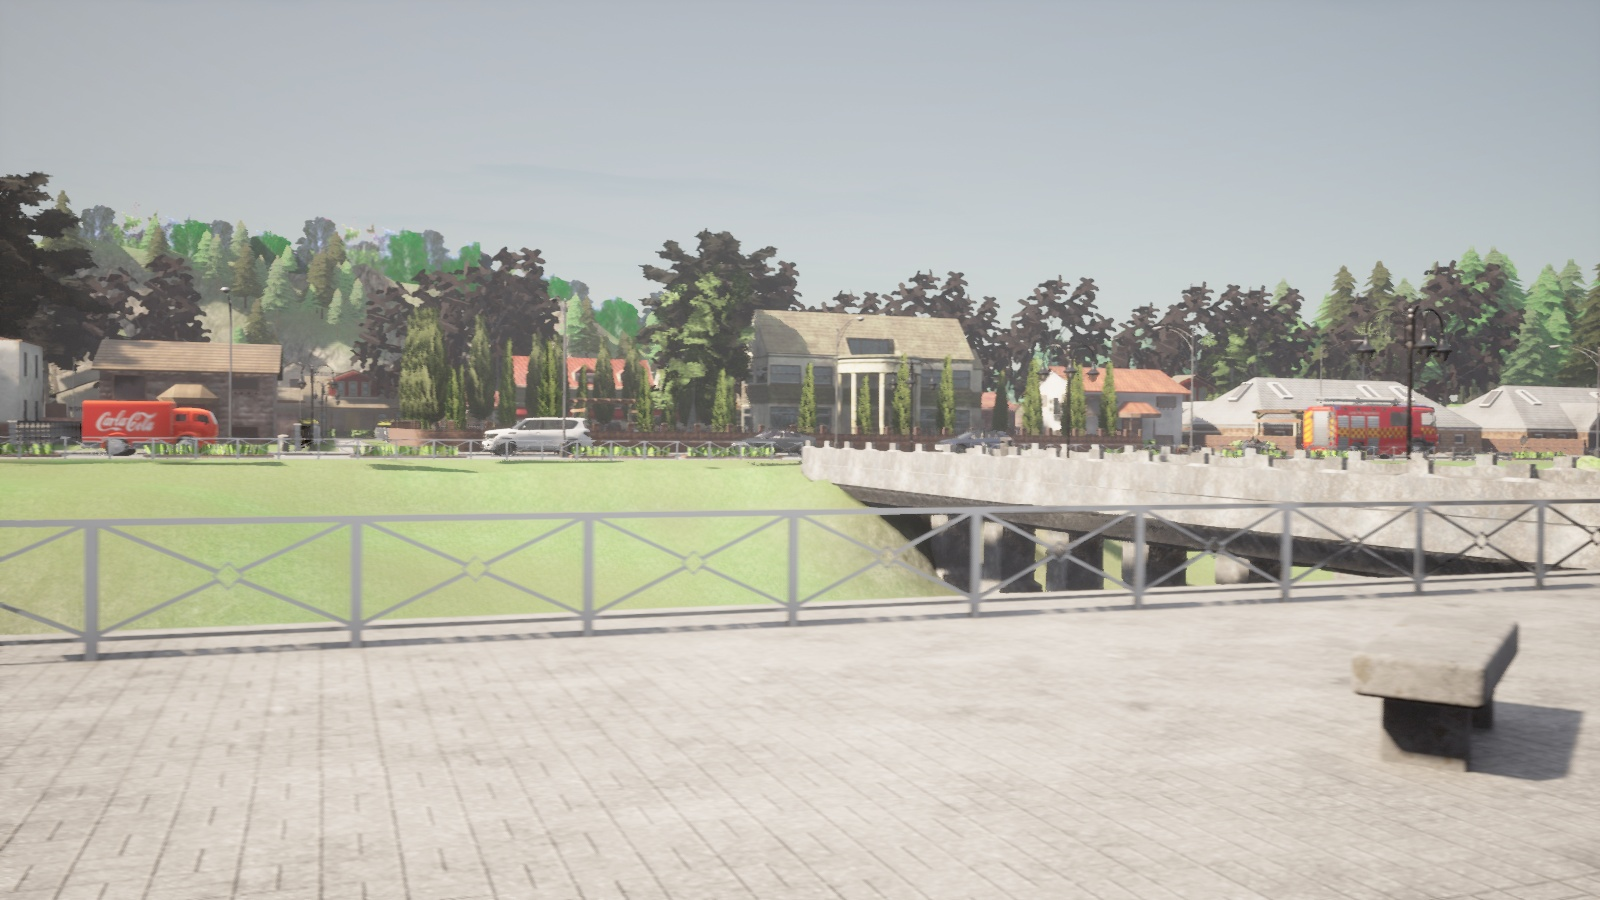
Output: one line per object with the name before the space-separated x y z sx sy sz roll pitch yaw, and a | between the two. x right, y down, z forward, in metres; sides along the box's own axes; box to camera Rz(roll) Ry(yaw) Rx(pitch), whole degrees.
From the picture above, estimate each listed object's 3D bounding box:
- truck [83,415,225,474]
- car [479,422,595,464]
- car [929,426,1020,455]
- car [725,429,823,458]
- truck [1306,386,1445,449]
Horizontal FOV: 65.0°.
truck | -28.070 -0.277 54.817 5.204 2.467 2.627 -1 1 -21
car | -13.531 -0.388 64.614 5.566 2.045 2.150 -1 1 -21
car | 10.235 -0.581 73.633 4.856 1.649 2.033 -1 1 -21
car | -1.437 -0.356 69.205 4.902 1.511 2.128 -1 1 -21
truck | 36.323 -2.049 79.239 8.468 3.827 2.891 -1 1 -21
